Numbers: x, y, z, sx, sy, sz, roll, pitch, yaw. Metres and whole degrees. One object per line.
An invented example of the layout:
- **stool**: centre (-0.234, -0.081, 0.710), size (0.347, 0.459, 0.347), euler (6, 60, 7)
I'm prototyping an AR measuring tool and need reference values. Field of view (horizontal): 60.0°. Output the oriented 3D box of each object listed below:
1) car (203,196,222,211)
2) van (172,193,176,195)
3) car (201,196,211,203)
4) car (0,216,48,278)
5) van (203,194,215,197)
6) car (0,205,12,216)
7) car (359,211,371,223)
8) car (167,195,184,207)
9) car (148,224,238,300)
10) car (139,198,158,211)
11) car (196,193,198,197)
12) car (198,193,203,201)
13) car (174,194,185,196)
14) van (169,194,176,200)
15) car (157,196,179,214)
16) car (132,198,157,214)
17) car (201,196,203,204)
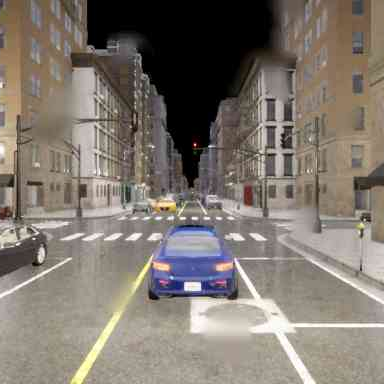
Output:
- **car**: centre (2.741, 1.545, 41.071), size (2.008, 1.369, 4.403), euler (0, 0, 0)
- **van**: centre (-5.235, 1.331, 78.933), size (1.690, 1.788, 3.998), euler (0, 0, 0)
- **car**: centre (2.814, 1.557, 68.102), size (1.947, 1.339, 4.313), euler (0, 0, 0)
- **car**: centre (-5.365, 1.550, 8.808), size (2.008, 1.369, 4.403), euler (0, 0, 0)
- **van**: centre (2.756, 1.335, 46.477), size (1.690, 1.788, 3.998), euler (0, 0, 0)
- **car**: centre (-15.674, 1.443, 24.204), size (4.674, 1.442, 1.812), euler (0, 0, -2)
- **car**: centre (15.127, 1.636, 23.996), size (5.357, 1.411, 2.033), euler (0, 0, 0)
- **car**: centre (-2.717, 1.557, 51.945), size (1.994, 1.385, 4.181), euler (0, 0, 0)
- **car**: centre (0.039, 1.525, 8.247), size (1.812, 1.442, 4.674), euler (0, 0, 1)
- **car**: centre (-5.294, 1.520, 40.920), size (1.752, 1.417, 4.829), euler (0, 0, 0)
- **car**: centre (2.888, 1.533, 95.133), size (1.887, 1.381, 4.507), euler (0, 0, 0)
- **car**: centre (2.800, 1.307, 62.696), size (2.192, 1.841, 5.009), euler (0, 0, 0)
- **car**: centre (-2.585, 1.607, 68.169), size (1.895, 1.301, 4.718), euler (0, 0, 0)
- **van**: centre (-5.219, 1.330, 89.745), size (1.690, 1.788, 3.998), euler (0, 0, 0)
- **car**: centre (-2.760, 1.473, 36.205), size (1.882, 1.535, 5.008), euler (0, 0, 0)
- **car**: centre (-5.301, 1.546, 35.683), size (2.008, 1.369, 4.403), euler (0, 0, 0)
- **car**: centre (2.770, 1.575, 51.883), size (1.802, 1.307, 4.206), euler (0, 0, 0)
